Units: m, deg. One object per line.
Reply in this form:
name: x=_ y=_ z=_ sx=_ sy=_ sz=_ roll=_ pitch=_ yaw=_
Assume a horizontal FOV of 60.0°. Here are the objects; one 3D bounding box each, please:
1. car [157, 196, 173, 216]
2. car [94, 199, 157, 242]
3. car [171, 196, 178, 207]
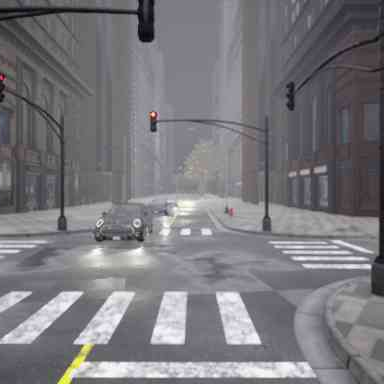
car: x=-3.048 y=1.397 z=30.656 sx=1.812 sy=1.442 sz=4.674 roll=0 pitch=0 yaw=0
car: x=-3.077 y=1.284 z=15.813 sx=2.097 sy=1.767 sz=4.553 roll=0 pitch=0 yaw=0
car: x=-3.003 y=1.345 z=46.355 sx=1.812 sy=1.442 sz=4.674 roll=0 pitch=0 yaw=0
